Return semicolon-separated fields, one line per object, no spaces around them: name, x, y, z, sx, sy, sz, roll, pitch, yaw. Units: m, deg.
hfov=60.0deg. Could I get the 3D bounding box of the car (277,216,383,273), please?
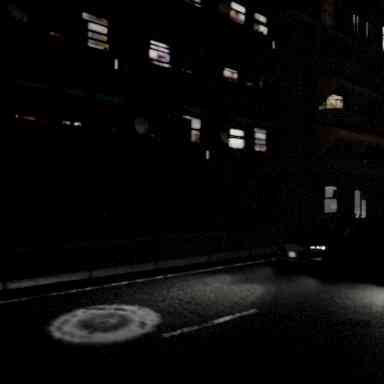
car;4.938;1.595;11.197;4.902;1.511;2.128;1;0;-35
